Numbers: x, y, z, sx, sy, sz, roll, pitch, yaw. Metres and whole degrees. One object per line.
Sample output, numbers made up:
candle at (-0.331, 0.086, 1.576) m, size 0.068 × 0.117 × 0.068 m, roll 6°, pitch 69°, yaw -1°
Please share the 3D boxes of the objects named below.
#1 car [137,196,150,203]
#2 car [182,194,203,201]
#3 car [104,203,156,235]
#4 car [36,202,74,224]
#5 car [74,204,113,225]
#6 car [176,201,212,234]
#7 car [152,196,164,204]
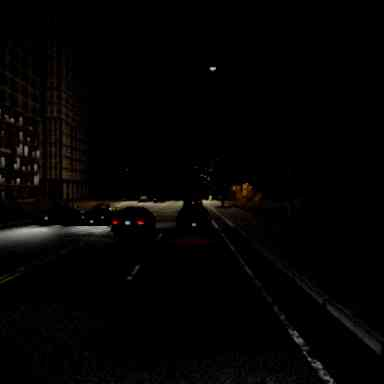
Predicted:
car at (-9.777, 1.596, 67.324) m, size 1.994 × 1.385 × 4.181 m, roll 0°, pitch 0°, yaw 0°
car at (0.086, 1.249, 38.202) m, size 2.150 × 2.045 × 5.566 m, roll 0°, pitch 0°, yaw 0°
car at (-3.156, 1.561, 18.815) m, size 2.033 × 1.411 × 5.357 m, roll 0°, pitch 0°, yaw 0°
car at (-9.858, 1.509, 24.949) m, size 2.128 × 1.511 × 4.902 m, roll 0°, pitch 0°, yaw 0°
car at (-6.611, 1.565, 24.585) m, size 2.033 × 1.411 × 5.357 m, roll 0°, pitch 0°, yaw 0°
car at (0.095, 1.492, 19.252) m, size 1.882 × 1.535 × 5.008 m, roll 0°, pitch 0°, yaw 0°
car at (-6.543, 1.547, 64.729) m, size 1.837 × 1.490 × 4.892 m, roll 0°, pitch 0°, yaw 1°
